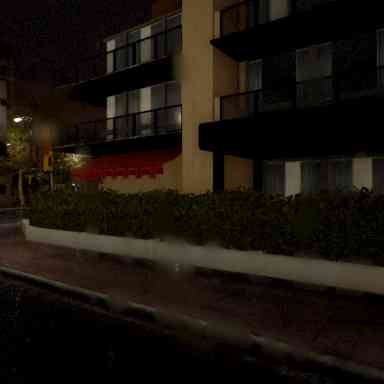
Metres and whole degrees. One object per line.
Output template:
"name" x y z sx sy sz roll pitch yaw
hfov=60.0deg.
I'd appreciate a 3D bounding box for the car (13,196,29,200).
"car" -36.130 1.481 67.937 4.892 1.521 2.231 0 0 36
